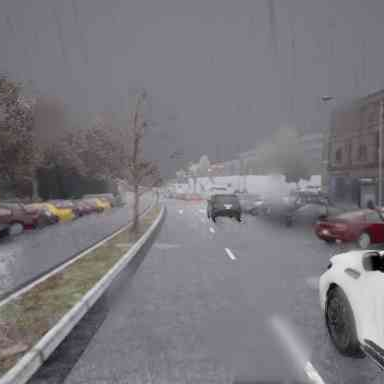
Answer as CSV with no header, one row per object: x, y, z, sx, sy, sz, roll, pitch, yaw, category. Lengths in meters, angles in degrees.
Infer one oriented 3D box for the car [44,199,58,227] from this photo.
-10.901,1.382,20.549,4.553,1.767,2.185,-1,0,-22,car

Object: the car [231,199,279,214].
6.653,1.496,35.275,4.674,1.452,2.002,1,0,-24,car

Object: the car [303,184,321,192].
23.288,-0.422,62.896,2.435,2.045,5.566,-7,4,-30,car

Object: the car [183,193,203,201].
0.702,1.510,87.846,4.553,1.767,2.185,0,0,-30,car

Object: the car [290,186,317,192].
20.339,0.159,62.396,2.002,1.452,4.674,-7,4,-30,car

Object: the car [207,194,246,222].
2.462,1.208,26.476,2.150,2.045,5.566,0,0,-3,car

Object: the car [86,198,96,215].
-11.302,1.547,29.430,4.674,1.452,2.002,-1,0,-23,car

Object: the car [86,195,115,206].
-12.071,1.507,38.217,5.366,1.575,1.946,-1,0,-24,car

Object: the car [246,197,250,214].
6.849,1.498,32.257,4.674,1.452,2.002,1,0,-24,car

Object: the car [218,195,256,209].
6.014,1.325,44.321,4.553,1.767,2.185,1,0,-25,car

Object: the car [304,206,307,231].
7.597,1.470,14.150,5.008,1.535,2.097,1,0,-22,car

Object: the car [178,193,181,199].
-0.334,1.373,93.771,5.566,2.045,2.435,1,0,-30,car

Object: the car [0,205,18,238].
-10.637,1.537,14.654,4.792,1.488,2.163,-1,0,-21,car

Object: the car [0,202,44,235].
-10.751,1.507,17.597,5.008,1.535,2.097,-1,0,-22,car

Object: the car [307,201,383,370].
3.080,1.219,2.855,2.150,2.045,5.566,0,0,0,car

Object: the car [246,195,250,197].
6.458,1.455,38.287,4.892,1.521,2.231,1,0,-24,car

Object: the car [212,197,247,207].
5.629,1.482,50.299,4.792,1.488,2.163,1,0,-26,car

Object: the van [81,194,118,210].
-12.284,1.280,44.247,4.442,1.987,1.878,-1,0,-25,van

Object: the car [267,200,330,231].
7.430,1.466,20.185,5.008,1.535,2.097,1,0,-22,car

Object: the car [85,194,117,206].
-12.105,1.381,41.258,4.553,1.767,2.185,-1,0,-24,car

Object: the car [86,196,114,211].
-11.520,1.502,35.420,5.366,1.575,1.946,-1,0,-24,car

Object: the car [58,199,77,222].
-11.168,1.507,23.441,5.366,1.575,1.946,-1,0,-22,car

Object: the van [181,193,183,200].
0.120,1.404,90.767,4.442,1.987,1.878,0,0,-30,van

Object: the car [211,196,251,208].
5.555,1.443,47.239,5.366,1.575,1.946,1,0,-25,car

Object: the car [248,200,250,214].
7.167,1.502,26.228,4.674,1.452,2.002,1,0,-23,car

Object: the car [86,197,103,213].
-11.485,1.547,32.385,4.674,1.452,2.002,-1,0,-23,car

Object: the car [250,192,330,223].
7.285,1.212,23.190,5.566,2.045,2.435,1,0,-23,car

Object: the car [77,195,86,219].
-11.115,1.381,26.483,4.553,1.767,2.185,-1,0,-23,car
